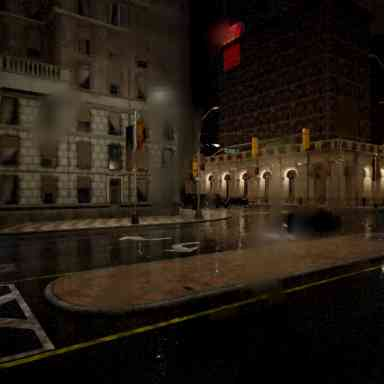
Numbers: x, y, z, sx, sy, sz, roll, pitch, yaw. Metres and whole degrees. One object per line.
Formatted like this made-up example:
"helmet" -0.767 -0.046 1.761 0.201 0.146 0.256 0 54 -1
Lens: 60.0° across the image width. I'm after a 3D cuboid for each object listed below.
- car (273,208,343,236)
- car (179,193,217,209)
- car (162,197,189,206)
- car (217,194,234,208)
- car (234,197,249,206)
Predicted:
"car" 6.428 1.563 18.342 4.181 1.385 1.994 0 0 -35
"car" 0.584 1.221 45.935 2.150 2.045 5.566 0 0 -35
"car" -2.846 1.547 56.842 2.033 1.411 5.357 0 0 -34
"car" 3.074 1.221 48.473 2.150 2.045 5.566 0 0 -36
"car" 7.287 1.491 54.944 2.128 1.511 4.902 0 0 -35
